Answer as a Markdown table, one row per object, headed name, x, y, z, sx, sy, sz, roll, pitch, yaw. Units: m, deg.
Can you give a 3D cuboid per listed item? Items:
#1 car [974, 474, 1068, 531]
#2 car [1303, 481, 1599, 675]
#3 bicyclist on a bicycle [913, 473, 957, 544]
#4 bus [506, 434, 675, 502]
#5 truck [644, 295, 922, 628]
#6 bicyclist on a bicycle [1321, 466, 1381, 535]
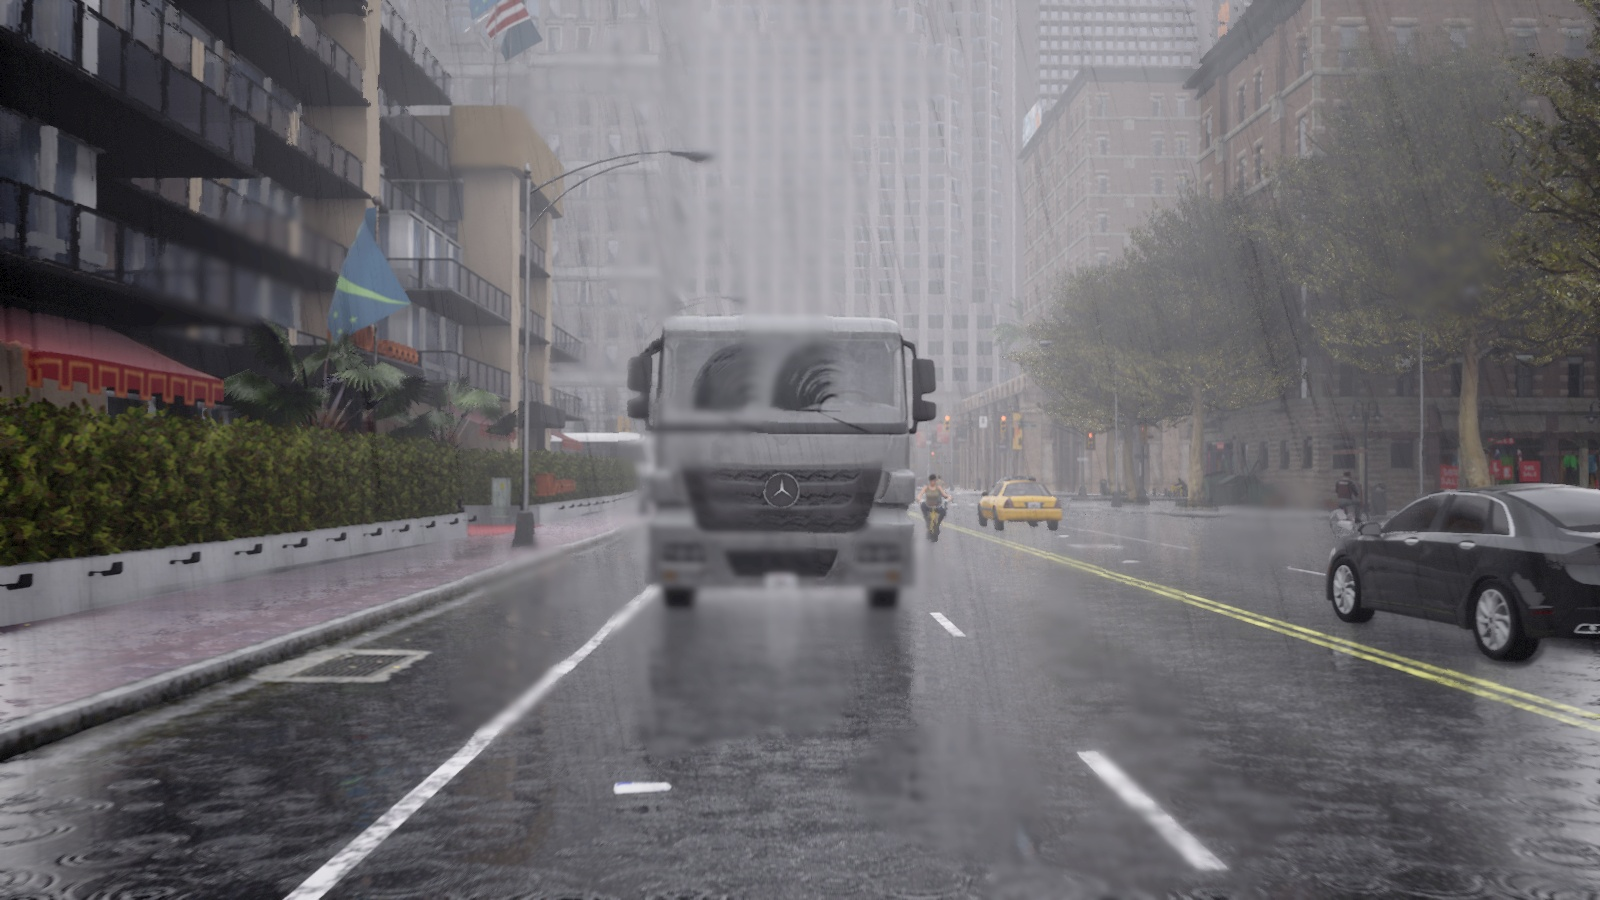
| name | x | y | z | sx | sy | sz | roll | pitch | yaw |
| --- | --- | --- | --- | --- | --- | --- | --- | --- | --- |
| car | 6.536 | 1.515 | 37.636 | 1.801 | 1.575 | 5.366 | 0 | -1 | -1 |
| car | 6.837 | 1.052 | 12.222 | 1.837 | 1.490 | 4.892 | 0 | -1 | -1 |
| bicyclist on a bicycle | 3.139 | 1.354 | 29.338 | 0.866 | 1.612 | 1.509 | 0 | -1 | 0 |
| bus | -13.390 | 1.182 | 81.081 | 10.273 | 4.253 | 3.944 | 0 | -1 | 0 |
| truck | -0.225 | 0.195 | 17.076 | 2.891 | 3.462 | 7.936 | 0 | -1 | -1 |
| bicyclist on a bicycle | 14.797 | 1.331 | 33.690 | 1.843 | 1.776 | 0.659 | 0 | 0 | -37 |
